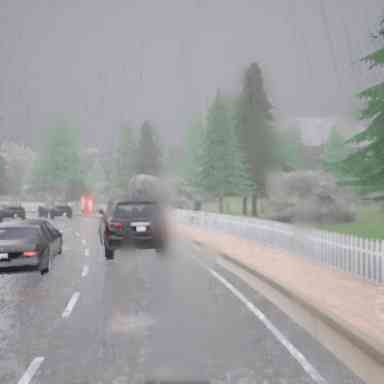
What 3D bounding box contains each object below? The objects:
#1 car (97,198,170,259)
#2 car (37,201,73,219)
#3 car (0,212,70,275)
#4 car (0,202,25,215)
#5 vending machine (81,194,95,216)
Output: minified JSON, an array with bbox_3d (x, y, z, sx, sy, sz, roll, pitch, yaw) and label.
[{"bbox_3d":[-2.421,1.249,13.065,2.150,2.045,5.566,0,0,-18],"label":"car"},{"bbox_3d":[-12.284,1.610,29.644,1.837,1.490,4.892,0,-1,-42],"label":"car"},{"bbox_3d":[-5.227,1.591,10.423,2.033,1.411,5.357,0,0,-15],"label":"car"},{"bbox_3d":[-15.678,1.632,28.188,1.837,1.490,4.892,0,-1,-44],"label":"car"},{"bbox_3d":[-10.588,1.291,33.775,1.100,2.100,0.880,0,0,-45],"label":"vending machine"}]
